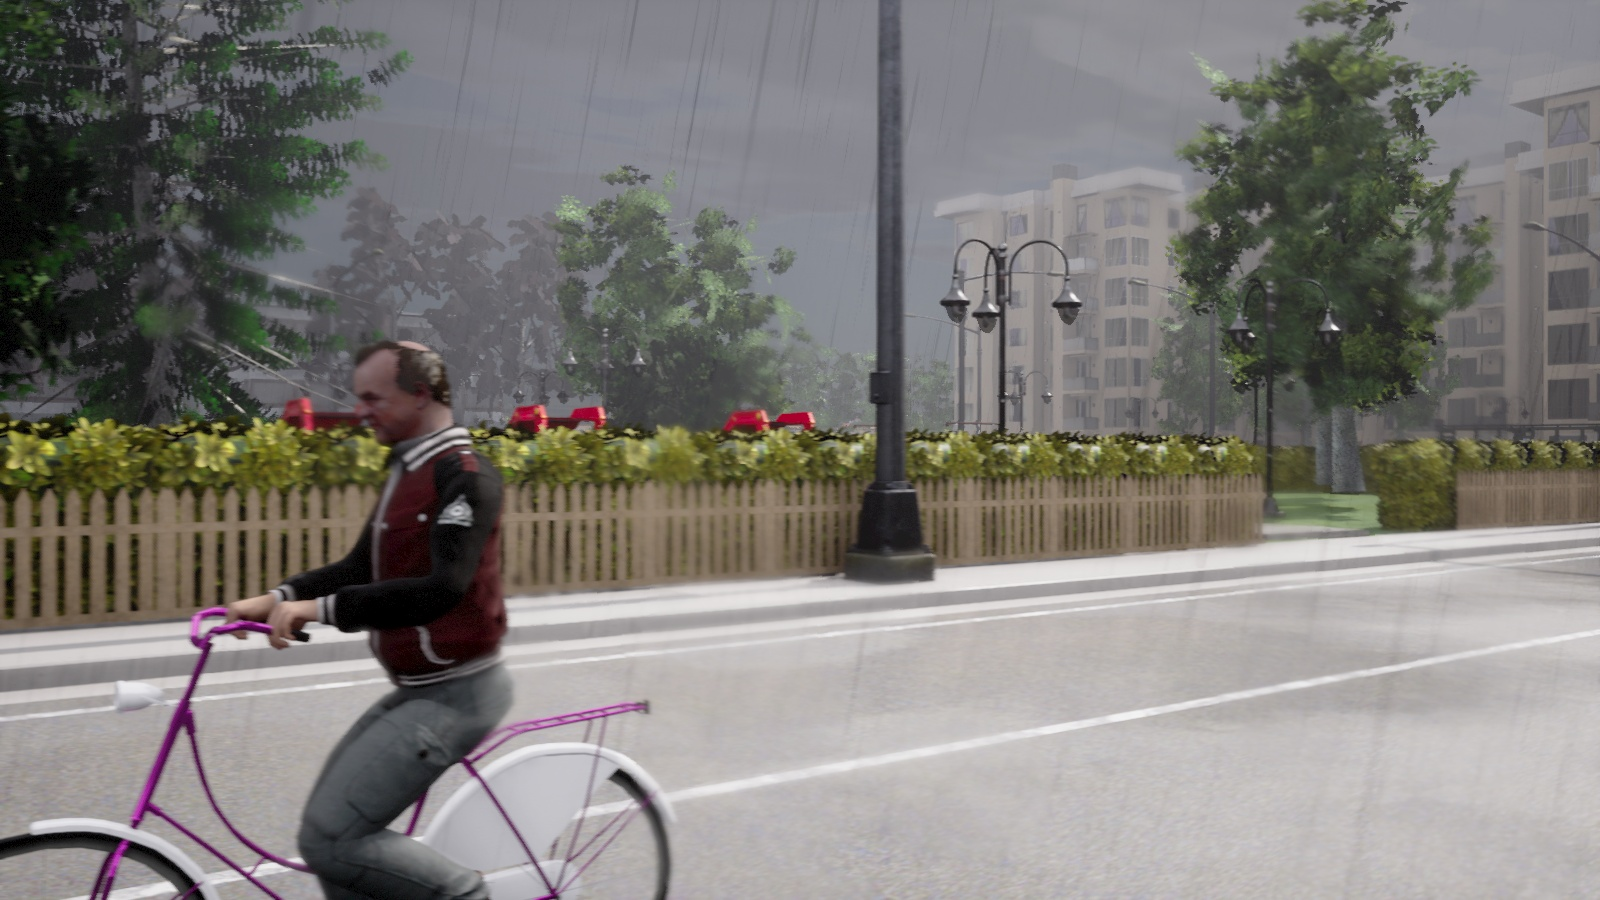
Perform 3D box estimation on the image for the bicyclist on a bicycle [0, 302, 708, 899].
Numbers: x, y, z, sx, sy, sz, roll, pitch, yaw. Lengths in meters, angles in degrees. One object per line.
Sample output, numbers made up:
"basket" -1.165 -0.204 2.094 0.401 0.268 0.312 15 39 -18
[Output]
"bicyclist on a bicycle" -1.172 0.625 2.849 1.843 1.776 0.659 0 0 -35
